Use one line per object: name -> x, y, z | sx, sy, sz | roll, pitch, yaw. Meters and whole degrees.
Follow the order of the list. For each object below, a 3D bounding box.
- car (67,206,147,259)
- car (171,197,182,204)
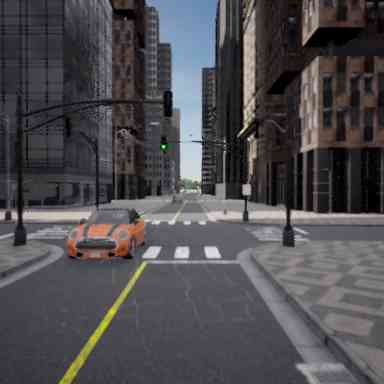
car -> -2.997, 1.384, 12.567 | 2.097, 1.767, 4.553 | 0, -1, 0
car -> -3.010, 1.641, 66.337 | 1.994, 1.385, 4.181 | 0, 0, 0
